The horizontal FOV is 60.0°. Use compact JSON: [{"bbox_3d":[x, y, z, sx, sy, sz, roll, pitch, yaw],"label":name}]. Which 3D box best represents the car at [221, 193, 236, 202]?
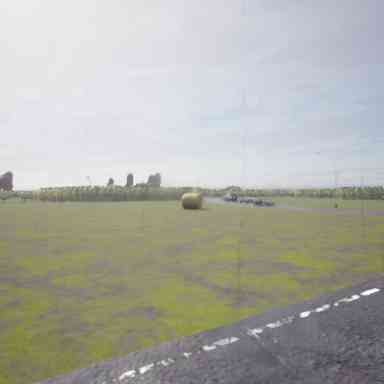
[{"bbox_3d":[7.195,1.285,67.793,1.812,1.442,4.674,0,0,-10],"label":"car"}]

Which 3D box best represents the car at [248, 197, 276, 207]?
[{"bbox_3d":[11.306,1.594,52.533,1.837,1.490,4.892,-1,0,-19],"label":"car"}]

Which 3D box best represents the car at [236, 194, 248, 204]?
[{"bbox_3d":[10.684,1.603,64.746,1.812,1.442,4.674,-1,0,-12],"label":"car"}]

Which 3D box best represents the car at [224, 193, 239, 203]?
[{"bbox_3d":[8.888,1.296,75.258,2.150,2.045,5.566,0,0,-6],"label":"car"}]
